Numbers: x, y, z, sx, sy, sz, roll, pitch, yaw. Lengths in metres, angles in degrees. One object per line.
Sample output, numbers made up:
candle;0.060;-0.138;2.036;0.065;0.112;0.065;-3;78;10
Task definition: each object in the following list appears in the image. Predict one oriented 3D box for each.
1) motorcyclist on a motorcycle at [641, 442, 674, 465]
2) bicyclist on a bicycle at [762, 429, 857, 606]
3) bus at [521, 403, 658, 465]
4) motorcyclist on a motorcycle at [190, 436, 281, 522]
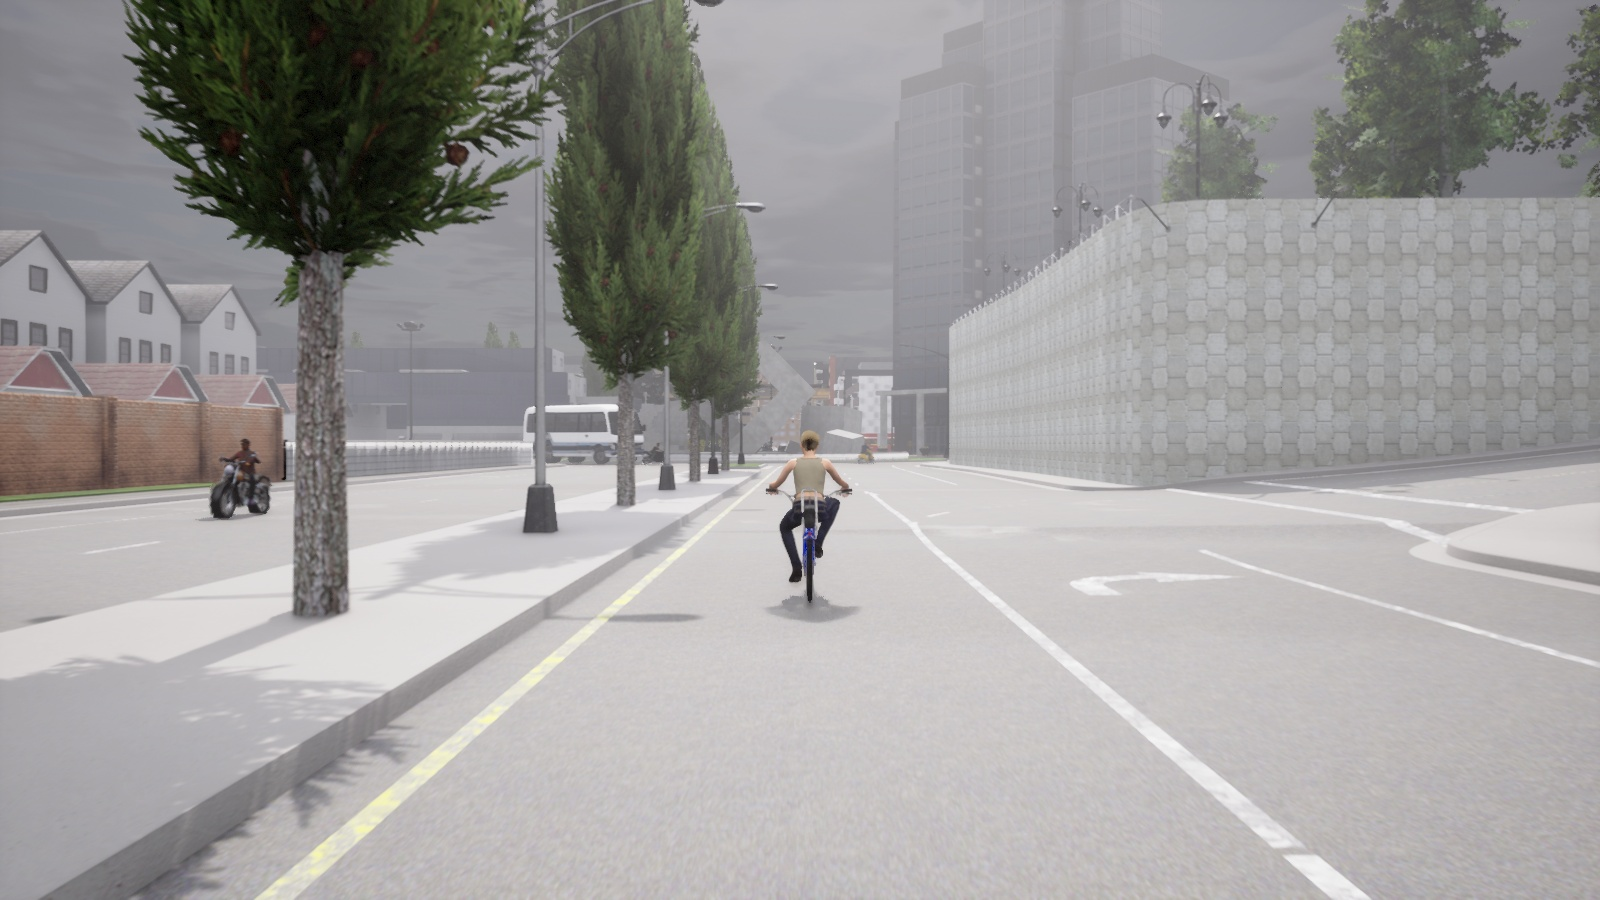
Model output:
motorcyclist on a motorcycle;-9.560;0.246;84.322;2.044;1.523;0.797;0;-1;13
bicyclist on a bicycle;0.089;0.614;12.198;0.866;1.612;1.509;0;0;0
bus;-15.230;-1.152;90.472;10.273;4.253;3.944;0;1;40
motorcyclist on a motorcycle;-11.341;0.545;25.313;0.766;1.649;2.350;0;0;0
